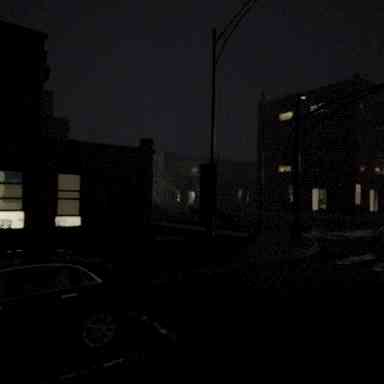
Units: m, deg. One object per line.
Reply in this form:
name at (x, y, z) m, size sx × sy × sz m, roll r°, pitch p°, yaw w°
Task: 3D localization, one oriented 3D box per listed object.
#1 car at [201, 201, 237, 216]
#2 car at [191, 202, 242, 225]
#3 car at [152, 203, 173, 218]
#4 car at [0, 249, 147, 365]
car at (3.026, 1.791, 37.749) m, size 1.967 × 1.590 × 4.097 m, roll 1°, pitch -1°, yaw -35°
car at (1.739, 1.635, 24.520) m, size 1.887 × 1.381 × 4.507 m, roll 1°, pitch -1°, yaw -35°
car at (-3.423, 1.749, 31.894) m, size 1.802 × 1.307 × 4.206 m, roll 1°, pitch -1°, yaw -35°
car at (-2.766, 1.551, 4.570) m, size 4.403 × 1.369 × 2.008 m, roll 0°, pitch 1°, yaw -35°
